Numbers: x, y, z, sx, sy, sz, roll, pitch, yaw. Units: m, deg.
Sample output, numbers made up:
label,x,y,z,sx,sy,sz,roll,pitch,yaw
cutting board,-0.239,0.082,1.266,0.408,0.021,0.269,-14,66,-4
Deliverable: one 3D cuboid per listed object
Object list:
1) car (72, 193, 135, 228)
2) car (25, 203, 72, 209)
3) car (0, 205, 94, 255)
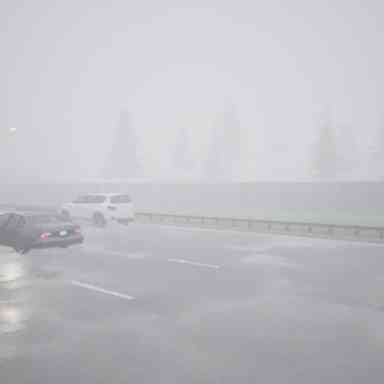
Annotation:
label,x,y,z,sx,sy,sz,roll,pitch,yaw
car,-6.128,1.086,21.264,5.566,2.045,2.150,1,0,36
car,-9.211,1.418,19.163,4.181,1.385,1.994,1,0,36
car,-6.474,1.448,12.910,5.357,1.411,2.033,1,0,35
